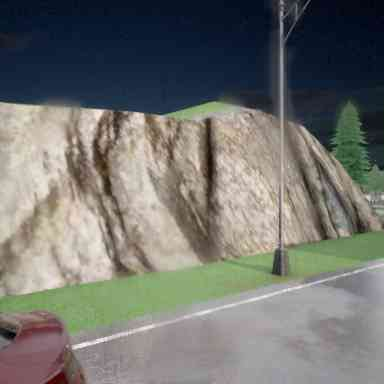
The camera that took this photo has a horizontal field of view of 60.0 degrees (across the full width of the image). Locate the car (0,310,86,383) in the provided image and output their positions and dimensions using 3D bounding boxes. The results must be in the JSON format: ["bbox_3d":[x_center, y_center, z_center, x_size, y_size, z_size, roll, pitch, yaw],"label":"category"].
[{"bbox_3d":[-3.012,1.526,1.827,4.674,1.442,1.812,0,0,-36],"label":"car"}]
